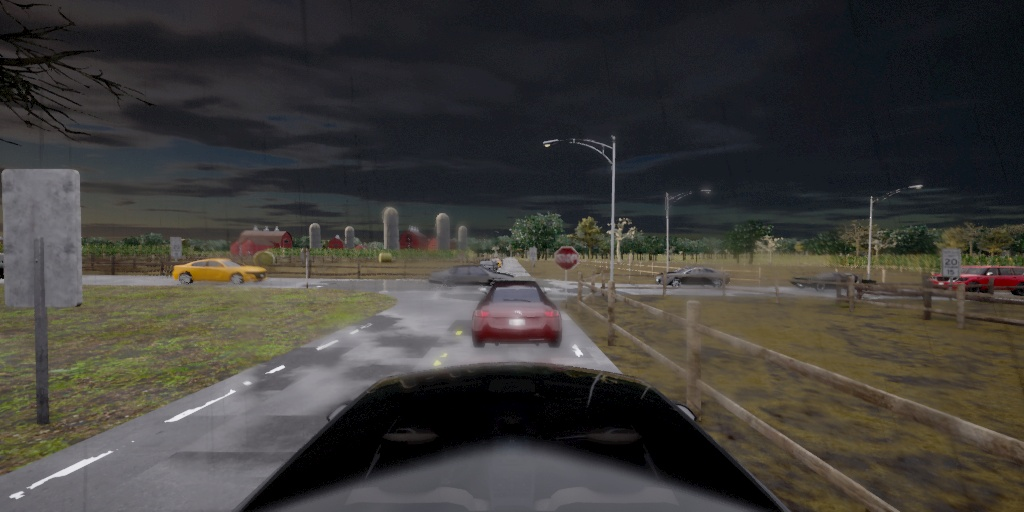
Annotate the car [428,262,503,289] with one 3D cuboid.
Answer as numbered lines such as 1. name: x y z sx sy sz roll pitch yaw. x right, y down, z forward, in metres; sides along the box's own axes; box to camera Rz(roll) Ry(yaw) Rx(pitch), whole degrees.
1. car: -2.444 1.286 22.392 5.357 1.411 2.033 1 1 0

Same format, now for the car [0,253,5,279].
1. car: -30.382 0.630 22.224 4.553 1.767 2.097 1 1 0

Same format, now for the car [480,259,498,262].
1. car: -2.801 1.224 39.631 1.837 1.490 4.892 0 0 -1

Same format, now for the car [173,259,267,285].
1. car: -18.021 0.950 22.292 5.008 1.535 1.882 1 1 0

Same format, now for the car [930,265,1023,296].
1. car: 33.341 1.684 25.530 5.566 2.045 2.150 1 1 0

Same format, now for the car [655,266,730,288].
1. car: 12.755 1.486 25.420 4.902 1.511 2.128 1 1 0

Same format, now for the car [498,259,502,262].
1. car: -2.835 1.195 49.010 2.128 1.511 4.902 0 0 0

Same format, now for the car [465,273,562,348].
1. car: 0.099 1.311 9.267 1.994 1.385 4.181 0 0 0

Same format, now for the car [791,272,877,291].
1. car: 22.719 1.811 25.480 4.718 1.301 1.895 1 1 0
